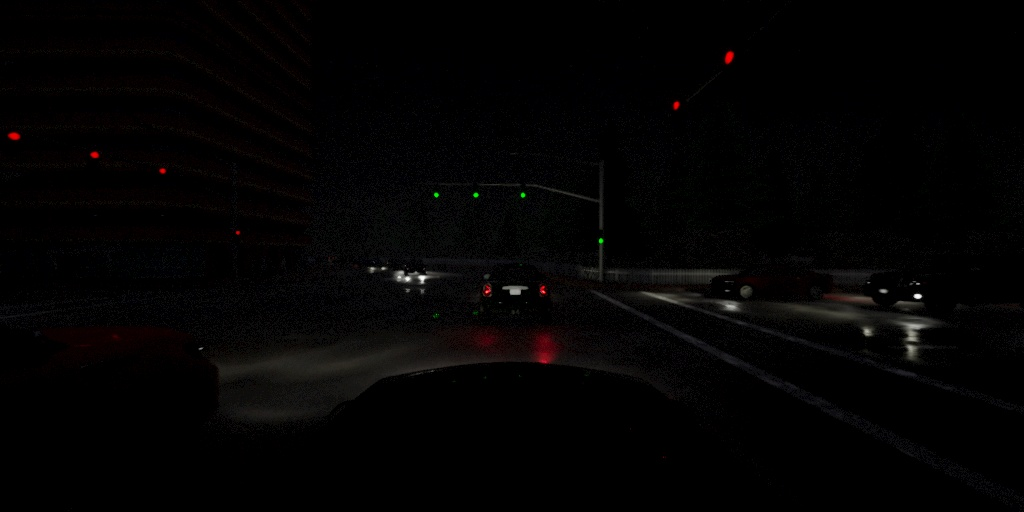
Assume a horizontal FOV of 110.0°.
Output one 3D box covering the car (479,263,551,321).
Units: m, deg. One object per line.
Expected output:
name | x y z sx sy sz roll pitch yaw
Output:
car | 0.095 1.029 12.227 2.097 1.767 4.553 0 0 0

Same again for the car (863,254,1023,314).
car | 16.358 0.933 13.119 5.566 2.045 2.150 0 0 0

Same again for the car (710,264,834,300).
car | 11.928 1.152 16.652 5.008 1.535 1.882 0 0 0

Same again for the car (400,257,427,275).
car | -9.016 0.989 33.156 2.033 1.411 5.357 0 1 -18

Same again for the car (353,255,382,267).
car | -19.839 0.754 50.160 5.008 1.535 1.882 1 1 43

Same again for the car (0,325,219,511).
car | -3.762 0.973 1.112 2.150 2.045 5.566 0 0 -6

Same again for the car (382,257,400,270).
car | -13.287 0.848 42.154 2.128 1.511 4.902 0 1 -33
